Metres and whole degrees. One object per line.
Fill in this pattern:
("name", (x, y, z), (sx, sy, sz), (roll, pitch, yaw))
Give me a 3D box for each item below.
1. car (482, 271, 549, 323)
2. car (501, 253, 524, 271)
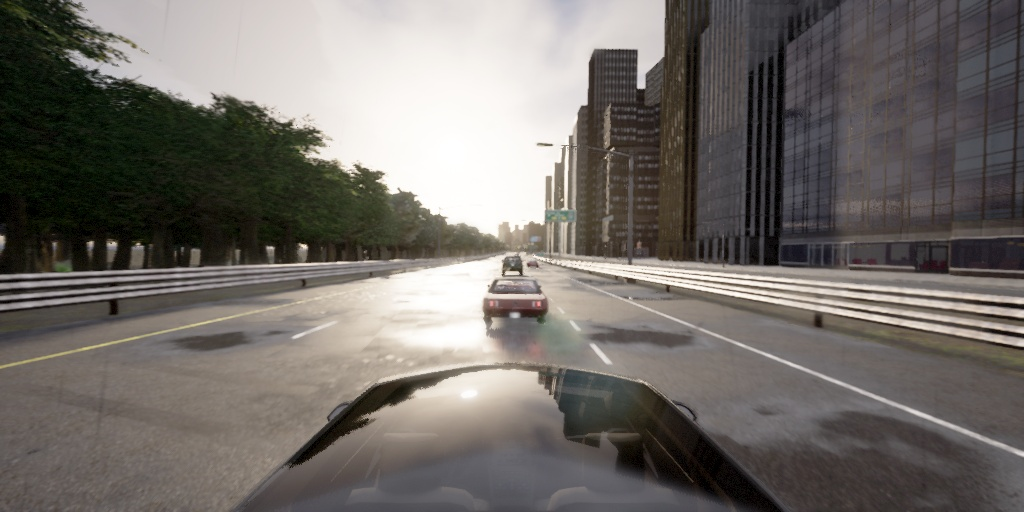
("car", (0.092, 1.356, 12.165), (1.895, 1.301, 4.718), (1, 0, 0))
("car", (0.057, 0.975, 38.205), (2.150, 2.045, 5.566), (1, 0, 0))
